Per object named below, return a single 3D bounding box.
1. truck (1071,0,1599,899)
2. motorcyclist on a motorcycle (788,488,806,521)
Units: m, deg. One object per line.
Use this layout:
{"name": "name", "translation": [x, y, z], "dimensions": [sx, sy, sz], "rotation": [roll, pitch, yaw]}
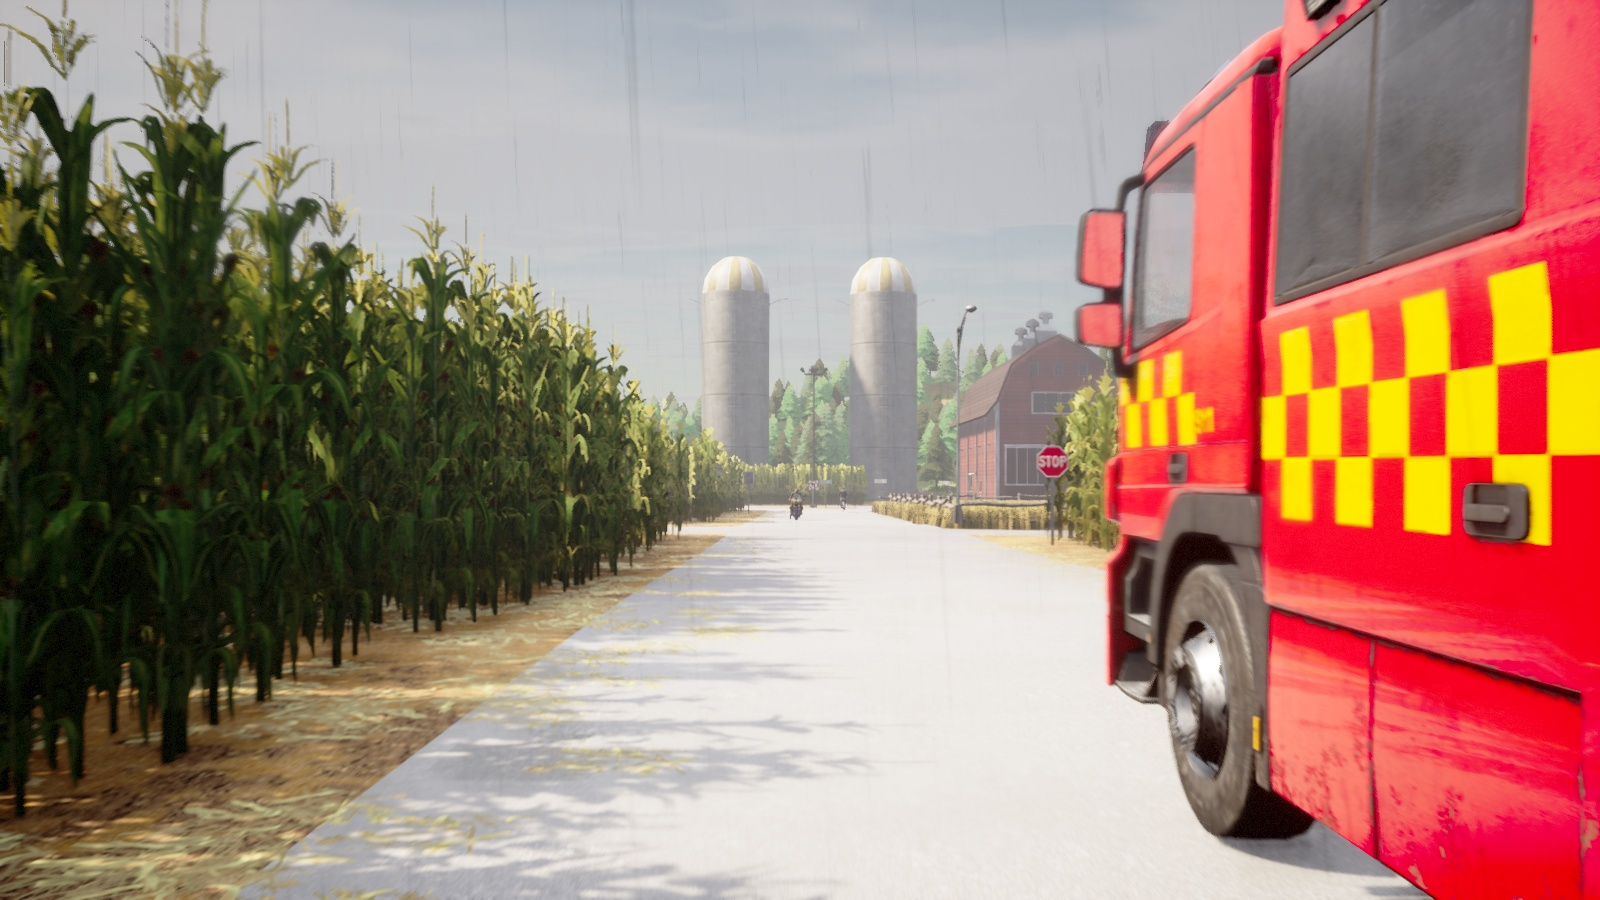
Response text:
{"name": "truck", "translation": [3.087, -0.318, 3.269], "dimensions": [2.891, 3.827, 8.468], "rotation": [0, -1, 0]}
{"name": "motorcyclist on a motorcycle", "translation": [-0.141, 2.594, 59.345], "dimensions": [0.866, 1.530, 2.191], "rotation": [0, -3, 0]}
